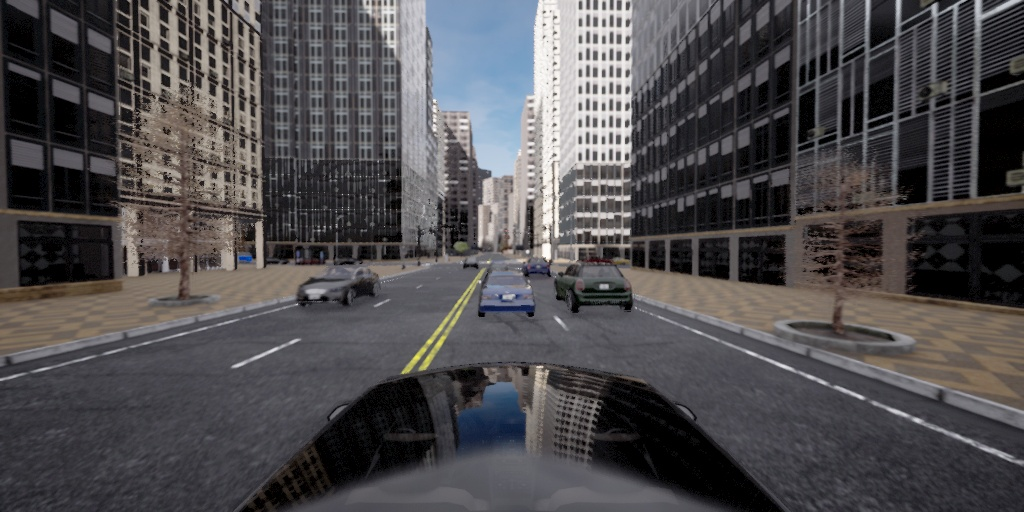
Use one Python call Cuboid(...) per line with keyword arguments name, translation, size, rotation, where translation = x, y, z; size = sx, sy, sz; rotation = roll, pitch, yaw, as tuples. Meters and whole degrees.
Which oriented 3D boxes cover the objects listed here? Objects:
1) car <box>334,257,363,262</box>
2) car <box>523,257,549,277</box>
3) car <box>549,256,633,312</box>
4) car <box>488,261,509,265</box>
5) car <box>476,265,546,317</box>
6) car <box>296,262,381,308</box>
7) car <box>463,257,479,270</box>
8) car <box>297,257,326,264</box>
Cuboid(name="car", translation=(-25.182, 0.840, 55.375), size=(4.313, 1.339, 1.948), rotation=(0, 0, -2))
Cuboid(name="car", translation=(2.096, 0.880, 31.741), size=(2.097, 1.767, 4.553), rotation=(0, 0, -3))
Cuboid(name="car", translation=(2.932, 1.010, 13.857), size=(2.097, 1.767, 4.553), rotation=(0, 0, -2))
Cuboid(name="car", translation=(-1.204, 1.091, 32.709), size=(1.994, 1.385, 4.181), rotation=(0, 0, -3))
Cuboid(name="car", translation=(-0.246, 1.220, 12.881), size=(2.033, 1.411, 5.357), rotation=(0, 0, -3))
Cuboid(name="car", translation=(-7.040, 1.164, 15.026), size=(2.128, 1.511, 4.902), rotation=(0, 0, -3))
Cuboid(name="car", translation=(-5.246, 0.907, 46.364), size=(1.882, 1.535, 5.008), rotation=(0, 0, -2))
Cuboid(name="car", translation=(-30.865, 0.817, 55.228), size=(4.207, 1.307, 1.802), rotation=(0, 0, -2))
